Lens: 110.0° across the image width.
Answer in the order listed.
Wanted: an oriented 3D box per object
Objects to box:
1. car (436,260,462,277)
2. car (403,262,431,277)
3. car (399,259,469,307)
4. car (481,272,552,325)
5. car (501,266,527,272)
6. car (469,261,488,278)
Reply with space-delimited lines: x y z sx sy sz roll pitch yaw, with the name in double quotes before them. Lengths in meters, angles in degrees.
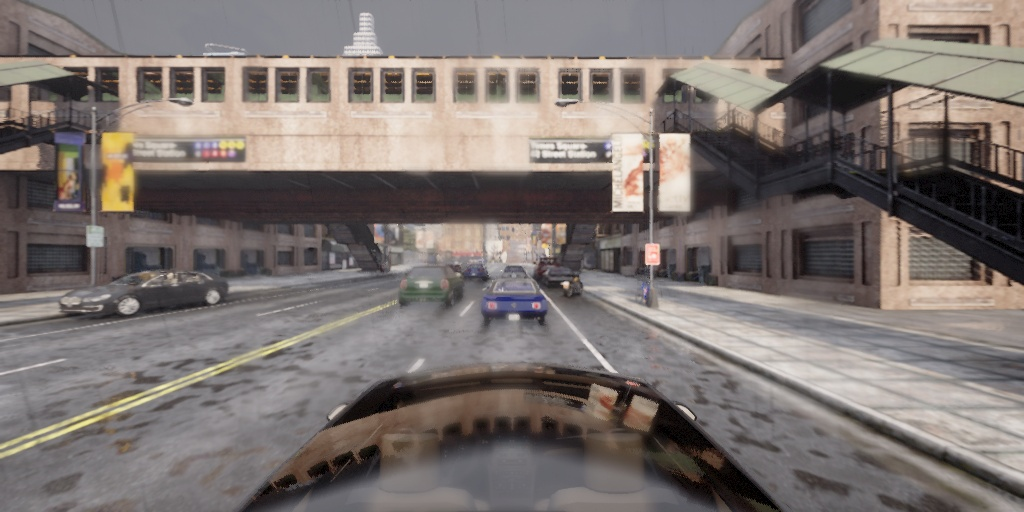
"car" -6.973 1.291 40.052 2.097 1.767 4.553 0 0 0
"car" -10.472 1.464 39.841 1.812 1.442 4.674 0 0 0
"car" -3.399 1.172 16.000 2.097 1.767 4.553 0 0 0
"car" 0.082 1.402 12.031 1.895 1.301 4.718 0 0 0
"car" 0.176 1.424 27.212 2.033 1.411 5.357 0 0 1
"car" -3.301 1.432 33.315 1.812 1.442 4.674 0 0 0
